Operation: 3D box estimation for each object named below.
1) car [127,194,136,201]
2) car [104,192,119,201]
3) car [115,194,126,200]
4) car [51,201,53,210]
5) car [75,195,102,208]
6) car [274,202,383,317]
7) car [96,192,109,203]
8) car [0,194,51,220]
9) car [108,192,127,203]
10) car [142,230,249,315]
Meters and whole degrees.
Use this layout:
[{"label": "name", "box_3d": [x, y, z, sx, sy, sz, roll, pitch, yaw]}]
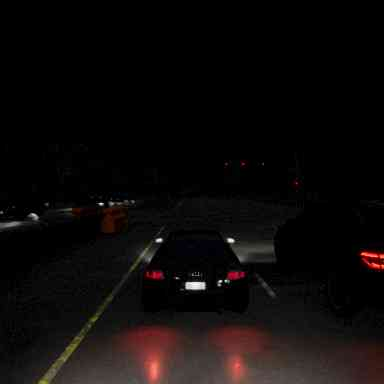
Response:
[{"label": "car", "box_3d": [-14.408, 1.247, 78.671, 1.812, 1.442, 4.674, 0, 0, 0]}, {"label": "car", "box_3d": [-17.882, 0.967, 74.371, 2.150, 2.045, 5.566, 0, 0, 0]}, {"label": "car", "box_3d": [-18.039, 1.223, 84.125, 1.812, 1.442, 4.674, 0, 0, -3]}, {"label": "car", "box_3d": [-17.769, 1.408, 38.422, 1.837, 1.490, 4.892, 0, 0, 0]}, {"label": "car", "box_3d": [-14.310, 1.472, 45.509, 1.895, 1.301, 4.718, 0, 0, 0]}, {"label": "car", "box_3d": [3.589, 1.221, 7.598, 2.150, 2.045, 5.566, 0, 0, -2]}, {"label": "car", "box_3d": [-17.856, 1.138, 64.174, 2.097, 1.767, 4.553, 0, 0, 0]}, {"label": "car", "box_3d": [-14.204, 1.172, 27.574, 2.150, 2.045, 5.566, 0, 0, 0]}, {"label": "car", "box_3d": [-14.356, 1.292, 63.923, 1.837, 1.490, 4.892, 0, 0, 0]}, {"label": "car", "box_3d": [0.067, 1.563, 7.668, 1.994, 1.385, 4.181, 0, 0, 0]}]
